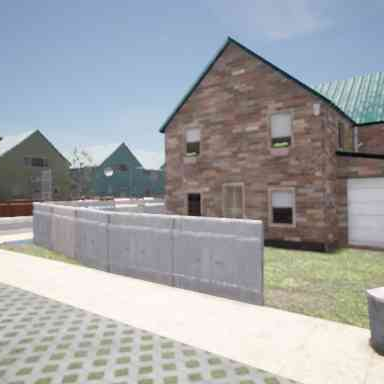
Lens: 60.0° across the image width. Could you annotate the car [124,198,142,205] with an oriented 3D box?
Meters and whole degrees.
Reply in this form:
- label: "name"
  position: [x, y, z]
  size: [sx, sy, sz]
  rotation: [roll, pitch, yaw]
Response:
- label: "car"
  position: [-5.613, 1.284, 28.942]
  size: [1.837, 1.490, 4.892]
  rotation: [-1, 1, 36]
